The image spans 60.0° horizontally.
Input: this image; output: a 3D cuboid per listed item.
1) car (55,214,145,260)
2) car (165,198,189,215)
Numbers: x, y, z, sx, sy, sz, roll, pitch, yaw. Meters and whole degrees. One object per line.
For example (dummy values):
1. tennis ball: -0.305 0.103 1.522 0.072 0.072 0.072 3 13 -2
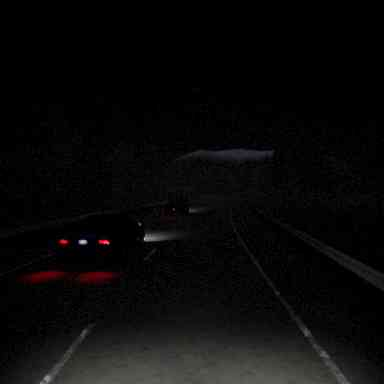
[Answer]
1. car: -3.057 1.497 12.189 2.033 1.411 5.357 0 0 3
2. car: -1.382 1.364 32.442 2.128 1.511 4.902 0 0 6
